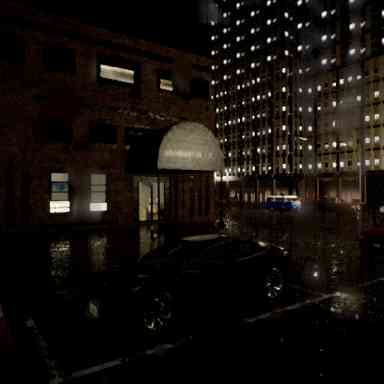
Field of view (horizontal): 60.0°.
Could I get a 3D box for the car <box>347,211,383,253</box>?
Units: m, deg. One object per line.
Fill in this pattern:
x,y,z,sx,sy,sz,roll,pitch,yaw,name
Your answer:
7.999,1.542,12.407,4.507,1.381,1.887,0,0,-35,car

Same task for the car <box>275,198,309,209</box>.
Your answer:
13.643,1.511,45.599,1.802,1.307,4.206,0,0,-35,car

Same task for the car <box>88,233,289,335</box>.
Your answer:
0.153,1.565,6.741,4.313,1.339,1.947,0,0,-35,car

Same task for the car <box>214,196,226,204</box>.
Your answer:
4.053,1.434,59.384,1.752,1.417,4.829,0,0,-35,car

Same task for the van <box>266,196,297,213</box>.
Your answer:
9.926,1.324,36.263,1.690,1.788,3.998,0,0,-35,van

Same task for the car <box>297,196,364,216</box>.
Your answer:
13.090,1.306,31.715,2.192,1.841,5.009,0,0,-35,car

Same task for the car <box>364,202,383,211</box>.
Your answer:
19.972,1.496,36.502,2.008,1.369,4.403,0,0,-35,car

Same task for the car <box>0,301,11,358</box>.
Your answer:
-4.314,1.440,3.493,4.097,1.590,1.967,0,0,-35,car
